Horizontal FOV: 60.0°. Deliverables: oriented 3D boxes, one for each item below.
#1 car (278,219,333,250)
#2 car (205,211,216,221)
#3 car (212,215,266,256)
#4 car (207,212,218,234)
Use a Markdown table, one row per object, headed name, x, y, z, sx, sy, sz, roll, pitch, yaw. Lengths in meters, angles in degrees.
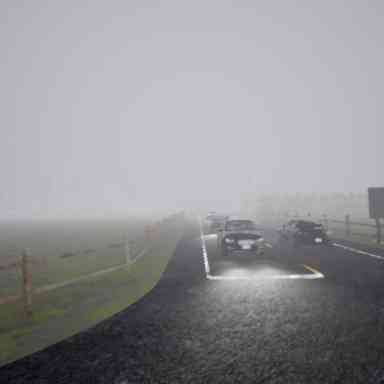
| name | x | y | z | sx | sy | sz | roll | pitch | yaw |
| --- | --- | --- | --- | --- | --- | --- | --- | --- | --- |
| car | 5.831 | 2.115 | 17.430 | 1.812 | 1.442 | 4.674 | -1 | -2 | 2 |
| car | 2.980 | 3.521 | 49.797 | 2.033 | 1.411 | 5.357 | -1 | -2 | 1 |
| car | 2.279 | 2.098 | 16.109 | 2.128 | 1.511 | 4.902 | -1 | -2 | 1 |
| car | 2.486 | 2.625 | 27.396 | 1.994 | 1.385 | 4.181 | -1 | -2 | 1 |
